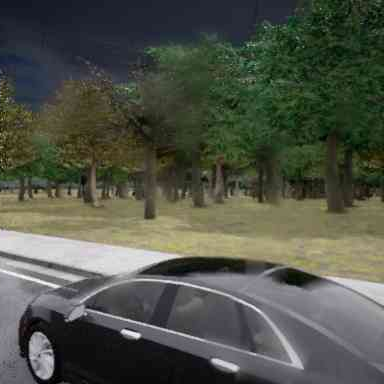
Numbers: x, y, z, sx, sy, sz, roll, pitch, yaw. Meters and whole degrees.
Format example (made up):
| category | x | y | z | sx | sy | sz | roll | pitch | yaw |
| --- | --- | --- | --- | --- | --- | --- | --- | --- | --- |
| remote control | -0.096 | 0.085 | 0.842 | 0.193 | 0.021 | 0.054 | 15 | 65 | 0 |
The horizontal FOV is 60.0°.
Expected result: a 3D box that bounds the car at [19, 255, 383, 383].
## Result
| category | x | y | z | sx | sy | sz | roll | pitch | yaw |
| --- | --- | --- | --- | --- | --- | --- | --- | --- | --- |
| car | -0.019 | 1.498 | 3.699 | 4.892 | 1.490 | 1.837 | 0 | 0 | 36 |
